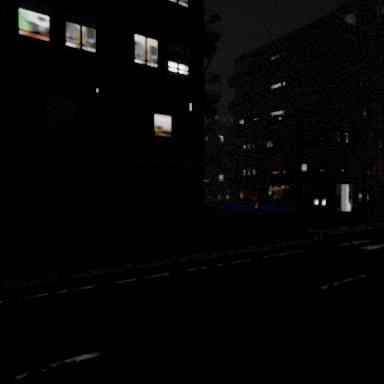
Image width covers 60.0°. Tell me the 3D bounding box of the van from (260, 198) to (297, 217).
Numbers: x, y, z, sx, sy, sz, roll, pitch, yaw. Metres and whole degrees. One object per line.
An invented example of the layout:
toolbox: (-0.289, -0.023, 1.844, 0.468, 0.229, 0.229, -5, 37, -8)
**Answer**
van: (8.750, 1.547, 33.834, 1.690, 1.788, 3.998, -1, 0, -36)

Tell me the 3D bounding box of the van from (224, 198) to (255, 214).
van: (5.420, 1.620, 38.340, 1.690, 1.788, 3.998, -1, 0, -36)

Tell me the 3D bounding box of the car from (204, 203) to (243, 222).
car: (2.027, 1.836, 28.896, 1.802, 1.307, 4.206, -1, 0, -36)
